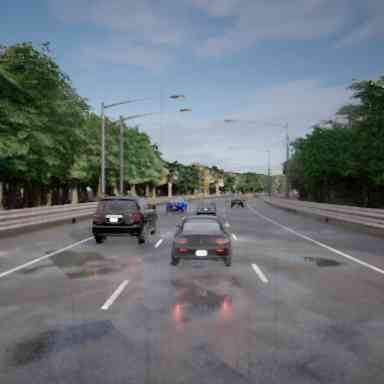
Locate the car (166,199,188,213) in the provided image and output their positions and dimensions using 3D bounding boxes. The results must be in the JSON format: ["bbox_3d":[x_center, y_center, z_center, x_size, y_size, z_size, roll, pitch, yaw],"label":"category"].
[{"bbox_3d":[-1.608,1.470,36.752,1.882,1.535,5.008,0,0,5],"label":"car"}]

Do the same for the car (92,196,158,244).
[{"bbox_3d":[-3.019,1.216,15.992,2.150,2.045,5.566,0,0,2],"label":"car"}]

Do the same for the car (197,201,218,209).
[{"bbox_3d":[1.373,1.545,30.788,2.033,1.411,5.357,0,0,5],"label":"car"}]

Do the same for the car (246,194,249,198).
[{"bbox_3d":[11.972,1.331,80.908,2.097,1.767,4.553,0,0,12],"label":"car"}]

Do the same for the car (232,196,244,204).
[{"bbox_3d":[8.958,1.478,64.767,2.128,1.511,4.902,0,0,10],"label":"car"}]

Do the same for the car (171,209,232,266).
[{"bbox_3d":[0.342,1.525,11.509,1.812,1.442,4.674,0,0,2],"label":"car"}]

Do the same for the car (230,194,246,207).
[{"bbox_3d":[6.943,1.497,51.222,1.837,1.490,4.892,0,0,8],"label":"car"}]
